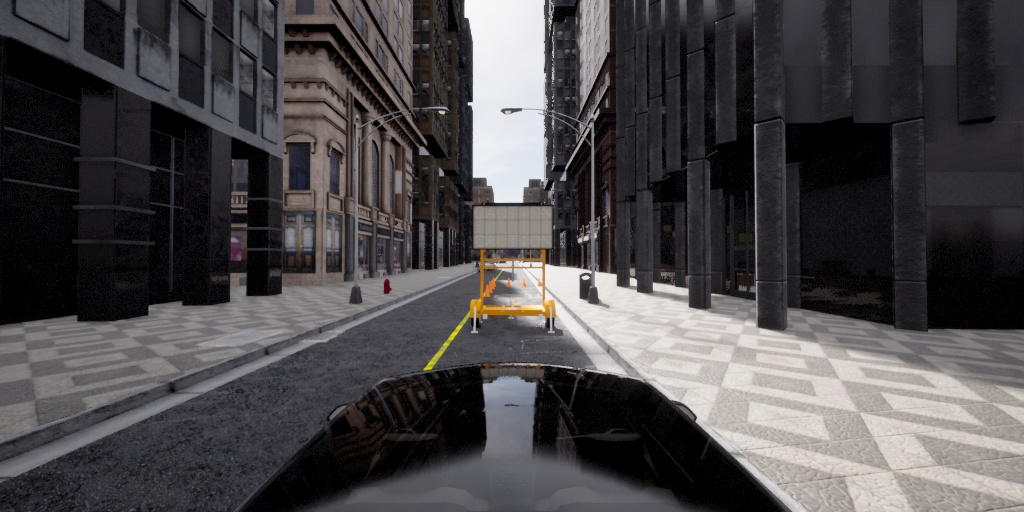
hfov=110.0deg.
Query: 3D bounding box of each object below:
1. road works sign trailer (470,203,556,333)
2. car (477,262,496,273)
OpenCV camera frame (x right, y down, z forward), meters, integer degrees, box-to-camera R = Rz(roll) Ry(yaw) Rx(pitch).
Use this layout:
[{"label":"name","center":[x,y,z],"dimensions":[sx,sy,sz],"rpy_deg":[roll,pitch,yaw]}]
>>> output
[{"label":"road works sign trailer","center":[0.027,0.217,10.723],"dimensions":[2.380,3.560,2.880],"rpy_deg":[0,0,0]},{"label":"car","center":[-2.975,1.352,42.858],"dimensions":[1.994,1.385,4.181],"rpy_deg":[0,0,0]}]
